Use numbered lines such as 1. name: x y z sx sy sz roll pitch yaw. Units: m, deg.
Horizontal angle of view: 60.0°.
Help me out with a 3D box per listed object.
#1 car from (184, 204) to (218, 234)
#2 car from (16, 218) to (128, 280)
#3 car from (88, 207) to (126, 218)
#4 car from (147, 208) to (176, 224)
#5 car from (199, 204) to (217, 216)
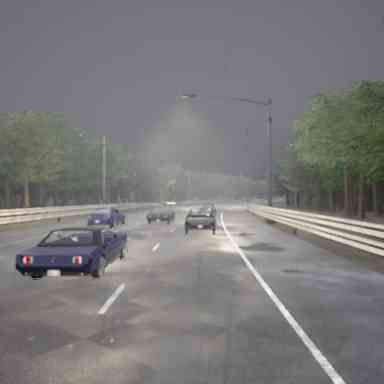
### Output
1. car: 0.560 1.738 20.860 2.128 1.511 4.902 0 -1 3
2. car: -3.293 1.699 10.255 1.895 1.301 4.718 0 -1 1
3. car: -6.249 1.859 24.634 1.812 1.442 4.674 0 -1 3
4. car: -2.523 1.997 28.463 1.895 1.301 4.718 0 -1 4
5. car: 2.045 2.192 41.344 1.994 1.385 4.181 0 -1 6
